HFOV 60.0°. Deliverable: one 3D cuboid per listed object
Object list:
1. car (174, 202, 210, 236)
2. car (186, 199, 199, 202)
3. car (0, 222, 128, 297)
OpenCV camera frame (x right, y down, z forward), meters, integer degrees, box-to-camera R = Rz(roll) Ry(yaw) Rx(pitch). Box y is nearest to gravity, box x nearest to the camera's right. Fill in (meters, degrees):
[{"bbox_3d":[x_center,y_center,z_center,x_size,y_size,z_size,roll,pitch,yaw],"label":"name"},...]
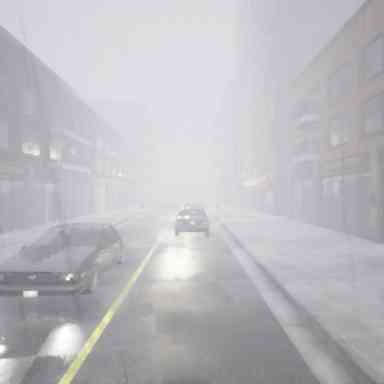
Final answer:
[{"bbox_3d":[0.029,1.521,18.234,2.033,1.411,5.357,0,0,0],"label":"car"},{"bbox_3d":[0.096,1.552,40.798,1.895,1.301,4.718,0,0,0],"label":"car"},{"bbox_3d":[-3.029,1.534,8.930,2.033,1.411,5.357,0,0,0],"label":"car"}]
